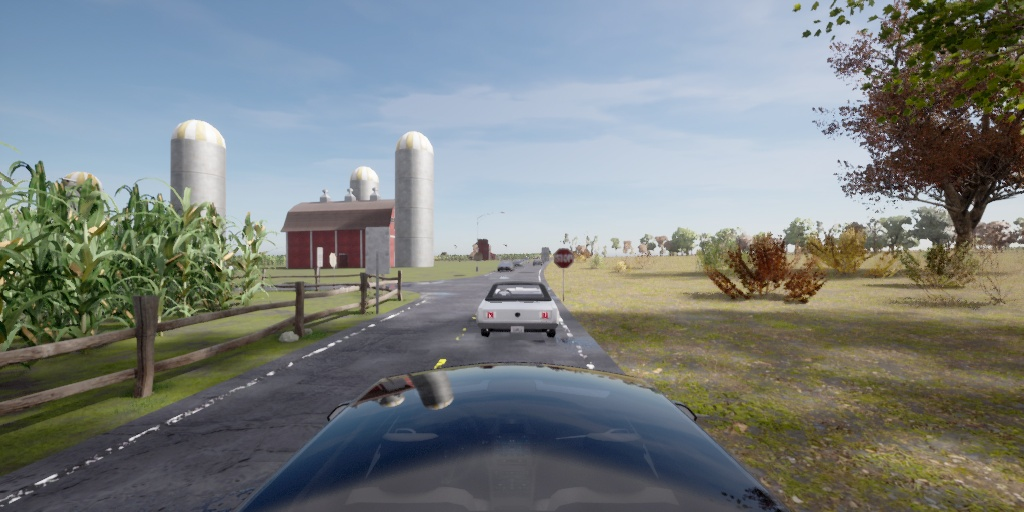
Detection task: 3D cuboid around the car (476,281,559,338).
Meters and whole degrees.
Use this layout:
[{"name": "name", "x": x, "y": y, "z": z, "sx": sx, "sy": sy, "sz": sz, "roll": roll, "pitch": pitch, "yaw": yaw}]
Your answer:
[{"name": "car", "x": 0.195, "y": 1.352, "z": 10.224, "sx": 1.895, "sy": 1.301, "sz": 4.718, "roll": 0, "pitch": 0, "yaw": 2}]

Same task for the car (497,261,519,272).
[{"name": "car", "x": -0.710, "y": 1.290, "z": 45.081, "sx": 2.033, "sy": 1.411, "sz": 5.357, "roll": 0, "pitch": 0, "yaw": 5}]

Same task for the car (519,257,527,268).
[{"name": "car", "x": 0.947, "y": 1.289, "z": 60.479, "sx": 1.994, "sy": 1.385, "sz": 4.181, "roll": 0, "pitch": 0, "yaw": 7}]
